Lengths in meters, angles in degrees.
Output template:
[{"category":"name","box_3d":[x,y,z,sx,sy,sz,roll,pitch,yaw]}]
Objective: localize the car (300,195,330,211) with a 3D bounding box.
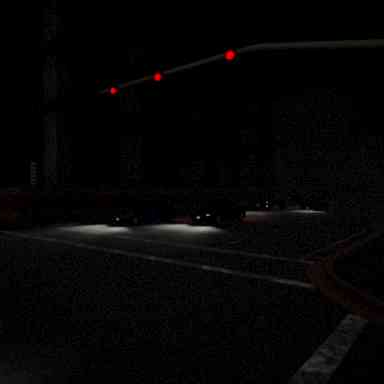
[{"category":"car","box_3d":[14.196,1.344,38.206,2.033,1.411,5.357,0,0,39]}]

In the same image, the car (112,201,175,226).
[{"category":"car","box_3d":[-3.101,1.377,22.216,1.812,1.442,4.674,0,1,39]}]

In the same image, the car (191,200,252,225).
[{"category":"car","box_3d":[1.911,1.357,22.887,1.837,1.490,4.892,0,0,39]}]

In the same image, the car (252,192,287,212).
[{"category":"car","box_3d":[8.594,1.018,36.821,2.150,2.045,5.566,0,0,39]}]
